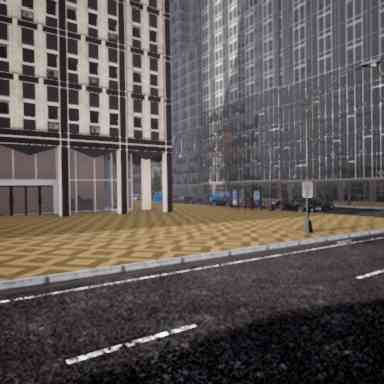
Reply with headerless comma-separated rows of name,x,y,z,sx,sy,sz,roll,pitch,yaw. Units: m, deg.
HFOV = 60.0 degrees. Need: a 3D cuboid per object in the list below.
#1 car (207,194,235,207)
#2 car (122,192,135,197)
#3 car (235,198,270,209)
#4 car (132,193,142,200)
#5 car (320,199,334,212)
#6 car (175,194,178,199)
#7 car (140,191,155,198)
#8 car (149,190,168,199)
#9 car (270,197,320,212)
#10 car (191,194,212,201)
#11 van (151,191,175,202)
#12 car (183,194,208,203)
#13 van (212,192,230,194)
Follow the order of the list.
car,4.451,1.291,44.632,1.947,1.339,4.313,-1,1,-34
car,-17.457,0.651,91.614,2.008,1.369,4.403,-1,1,-34
car,7.611,1.360,39.908,1.802,1.307,4.206,-1,1,-34
car,-11.543,1.011,68.119,2.008,1.369,4.403,-1,1,-34
car,13.133,1.263,36.601,1.882,1.535,5.008,-1,1,-34
car,-4.625,0.899,72.848,1.802,1.307,4.206,-1,1,-34
car,-11.042,0.649,82.229,1.967,1.590,4.097,-1,1,-34
car,-7.834,0.578,77.536,2.192,1.841,5.009,-1,1,-34
car,10.805,1.396,35.204,1.947,1.339,4.313,-1,1,-34
car,1.791,1.007,63.464,1.802,1.307,4.206,-1,1,-34
van,-5.127,0.909,58.733,1.690,1.788,3.998,-1,1,-34
car,0.247,1.140,55.500,1.994,1.385,4.181,-1,1,-34
van,4.998,0.819,58.769,1.690,1.788,3.998,-1,1,-34
